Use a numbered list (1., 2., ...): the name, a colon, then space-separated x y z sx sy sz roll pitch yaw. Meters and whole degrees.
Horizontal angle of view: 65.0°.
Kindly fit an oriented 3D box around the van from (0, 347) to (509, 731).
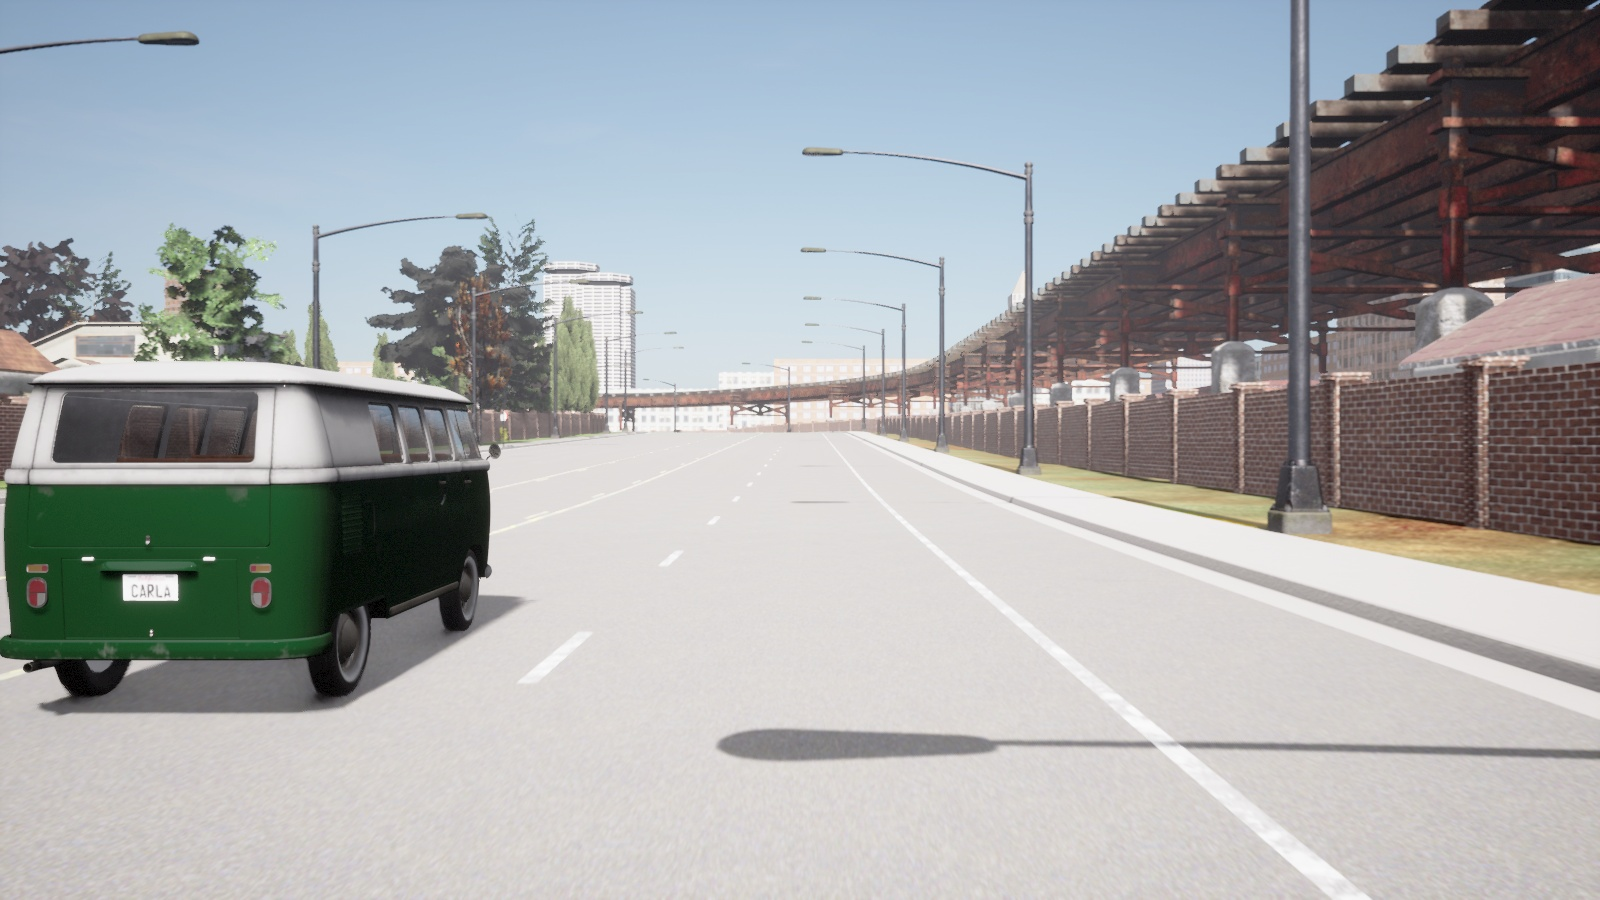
1. van: -3.436 0.447 8.713 1.775 1.987 4.442 0 0 0
